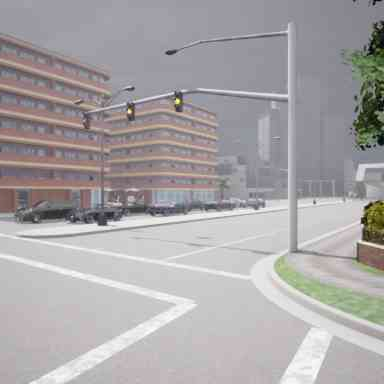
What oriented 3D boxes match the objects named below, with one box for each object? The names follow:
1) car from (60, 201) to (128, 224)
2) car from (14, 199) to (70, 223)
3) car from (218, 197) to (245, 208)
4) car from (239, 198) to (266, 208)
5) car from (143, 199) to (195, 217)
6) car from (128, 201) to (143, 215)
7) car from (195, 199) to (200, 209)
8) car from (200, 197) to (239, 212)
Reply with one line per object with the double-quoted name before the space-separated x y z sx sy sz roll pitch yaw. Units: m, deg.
"car" -7.245 1.564 24.920 1.994 1.385 4.181 0 0 36
"car" -11.103 1.352 25.576 2.097 1.767 4.553 0 0 36
"car" 5.835 1.526 48.783 1.812 1.442 4.674 0 0 36
"car" 8.846 1.526 46.970 1.812 1.442 4.674 0 0 36
"car" -2.087 1.601 32.000 1.895 1.301 4.718 0 0 36
"car" -5.835 1.601 32.808 1.895 1.301 4.718 0 0 36
"car" -0.196 1.547 40.545 2.033 1.411 5.357 0 0 36
"car" 3.308 1.601 39.407 1.895 1.301 4.718 0 0 36
